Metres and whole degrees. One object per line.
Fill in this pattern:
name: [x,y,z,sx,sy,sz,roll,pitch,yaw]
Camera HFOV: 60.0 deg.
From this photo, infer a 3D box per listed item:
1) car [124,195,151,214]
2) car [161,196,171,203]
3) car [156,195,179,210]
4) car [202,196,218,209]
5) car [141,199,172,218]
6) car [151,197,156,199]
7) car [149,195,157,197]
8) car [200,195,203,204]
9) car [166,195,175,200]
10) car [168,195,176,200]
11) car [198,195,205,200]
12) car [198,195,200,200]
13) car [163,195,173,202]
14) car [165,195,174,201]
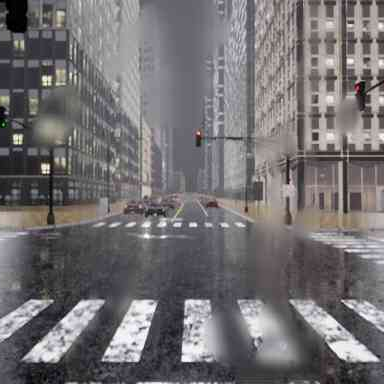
car: [-5.701,1.429,33.879,1.967,1.590,4.097,1,0,0]
car: [-5.733,1.523,72.905,1.887,1.381,4.507,1,0,0]
car: [-3.129,1.534,43.498,2.033,1.411,5.357,0,0,0]
car: [2.667,1.568,45.097,1.802,1.307,4.206,1,0,0]
car: [-3.123,1.591,30.375,1.895,1.301,4.718,0,0,0]
car: [-5.708,1.570,39.454,1.802,1.307,4.206,1,0,0]
car: [-5.707,1.301,45.029,2.192,1.841,5.009,1,0,0]
car: [2.661,1.508,56.423,1.752,1.417,4.829,1,0,0]
car: [-5.746,1.525,89.630,2.008,1.369,4.403,1,0,0]
car: [-5.751,1.539,95.205,1.947,1.339,4.313,1,0,0]
car: [2.629,1.518,95.293,1.887,1.381,4.507,1,0,0]
car: [2.655,1.547,61.830,1.947,1.339,4.313,1,0,0]
car: [-5.738,1.527,78.480,2.008,1.369,4.403,1,0,0]
car: [-5.742,1.520,84.055,1.887,1.381,4.507,1,0,0]
